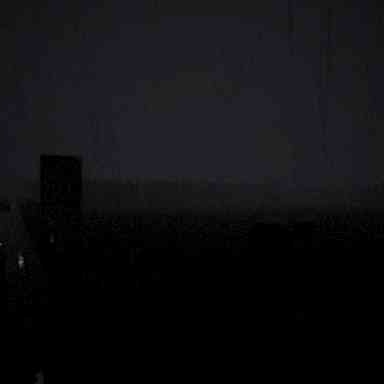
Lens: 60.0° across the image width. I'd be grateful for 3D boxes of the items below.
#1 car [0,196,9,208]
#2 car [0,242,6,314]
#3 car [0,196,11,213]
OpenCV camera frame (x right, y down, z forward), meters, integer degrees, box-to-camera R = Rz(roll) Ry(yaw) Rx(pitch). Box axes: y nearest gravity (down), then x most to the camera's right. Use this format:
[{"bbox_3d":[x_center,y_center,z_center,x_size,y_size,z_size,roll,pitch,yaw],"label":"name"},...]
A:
[{"bbox_3d":[-24.371,1.246,42.481,1.812,1.442,4.674,0,0,-28],"label":"car"},{"bbox_3d":[-4.733,1.520,6.412,1.994,1.385,4.181,0,0,-29],"label":"car"},{"bbox_3d":[-19.384,1.310,33.430,1.812,1.442,4.674,0,0,-28],"label":"car"}]
